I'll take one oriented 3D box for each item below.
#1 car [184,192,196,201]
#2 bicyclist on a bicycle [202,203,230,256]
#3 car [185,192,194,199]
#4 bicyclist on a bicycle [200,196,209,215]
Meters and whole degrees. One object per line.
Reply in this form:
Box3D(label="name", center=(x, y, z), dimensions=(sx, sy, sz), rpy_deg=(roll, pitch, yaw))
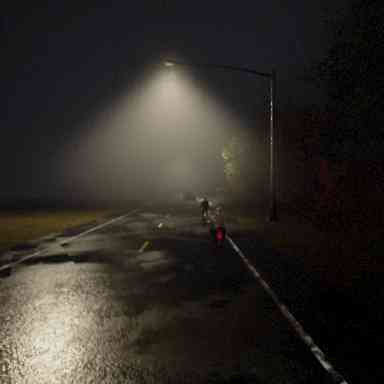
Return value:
Box3D(label="car", center=(-0.352, 0.892, 57.880), dimensions=(1.994, 1.385, 4.181), rpy_deg=(0, 1, 0))
Box3D(label="bicyclist on a bicycle", center=(0.909, 1.302, 11.435), dimensions=(0.866, 1.612, 1.509), rpy_deg=(0, 1, -1))
Box3D(label="car", center=(-0.576, 0.669, 73.808), dimensions=(1.812, 1.442, 4.674), rpy_deg=(0, 1, 0))
Box3D(label="bicyclist on a bicycle", center=(0.800, 1.127, 20.873), dimensions=(0.659, 1.776, 1.843), rpy_deg=(0, 1, 0))
